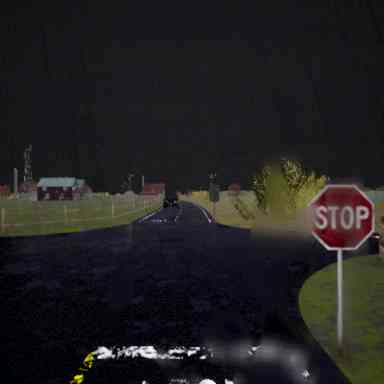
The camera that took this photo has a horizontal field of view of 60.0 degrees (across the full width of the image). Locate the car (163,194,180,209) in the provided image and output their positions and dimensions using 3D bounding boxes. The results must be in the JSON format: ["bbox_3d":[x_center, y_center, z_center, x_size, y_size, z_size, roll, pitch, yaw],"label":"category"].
[{"bbox_3d":[-2.857,1.299,47.078,2.150,2.045,5.566,0,0,-1],"label":"car"}]
